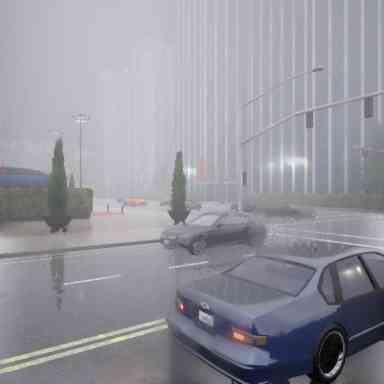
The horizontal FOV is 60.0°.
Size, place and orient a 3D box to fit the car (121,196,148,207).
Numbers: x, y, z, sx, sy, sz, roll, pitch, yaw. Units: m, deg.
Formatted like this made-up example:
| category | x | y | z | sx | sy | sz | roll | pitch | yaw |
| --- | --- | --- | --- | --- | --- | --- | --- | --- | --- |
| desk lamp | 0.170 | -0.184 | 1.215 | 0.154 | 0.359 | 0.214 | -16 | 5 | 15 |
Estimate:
| category | x | y | z | sx | sy | sz | roll | pitch | yaw |
| --- | --- | --- | --- | --- | --- | --- | --- | --- | --- |
| car | -8.477 | 1.352 | 50.520 | 2.097 | 1.767 | 4.553 | 0 | 0 | -36 |

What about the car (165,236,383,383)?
| category | x | y | z | sx | sy | sz | roll | pitch | yaw |
| --- | --- | --- | --- | --- | --- | --- | --- | --- | --- |
| car | 2.224 | 1.547 | 5.389 | 5.357 | 1.411 | 2.033 | 0 | 0 | -35 |

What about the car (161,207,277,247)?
| category | x | y | z | sx | sy | sz | roll | pitch | yaw |
| --- | --- | --- | --- | --- | --- | --- | --- | --- | --- |
| car | 1.001 | 1.526 | 13.225 | 4.674 | 1.442 | 1.812 | 0 | 0 | -35 |

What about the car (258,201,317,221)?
| category | x | y | z | sx | sy | sz | roll | pitch | yaw |
| --- | --- | --- | --- | --- | --- | --- | --- | --- | --- |
| car | 8.082 | 1.526 | 27.693 | 1.812 | 1.442 | 4.674 | 0 | 0 | -36 |

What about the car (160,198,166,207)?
| category | x | y | z | sx | sy | sz | roll | pitch | yaw |
| --- | --- | --- | --- | --- | --- | --- | --- | --- | --- |
| car | -3.028 | 1.525 | 48.954 | 1.812 | 1.442 | 4.674 | 0 | 0 | -36 |

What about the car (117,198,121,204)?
| category | x | y | z | sx | sy | sz | roll | pitch | yaw |
| --- | --- | --- | --- | --- | --- | --- | --- | --- | --- |
| car | -12.452 | 1.565 | 62.107 | 1.994 | 1.385 | 4.181 | 0 | 0 | -36 |

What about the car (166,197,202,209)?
| category | x | y | z | sx | sy | sz | roll | pitch | yaw |
| --- | --- | --- | --- | --- | --- | --- | --- | --- | --- |
| car | -0.756 | 1.507 | 39.837 | 1.837 | 1.490 | 4.892 | 0 | -1 | -36 |

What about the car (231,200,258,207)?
| category | x | y | z | sx | sy | sz | roll | pitch | yaw |
| --- | --- | --- | --- | --- | --- | --- | --- | --- | --- |
| car | 6.442 | 1.547 | 35.863 | 2.033 | 1.411 | 5.357 | 0 | 0 | -36 |
